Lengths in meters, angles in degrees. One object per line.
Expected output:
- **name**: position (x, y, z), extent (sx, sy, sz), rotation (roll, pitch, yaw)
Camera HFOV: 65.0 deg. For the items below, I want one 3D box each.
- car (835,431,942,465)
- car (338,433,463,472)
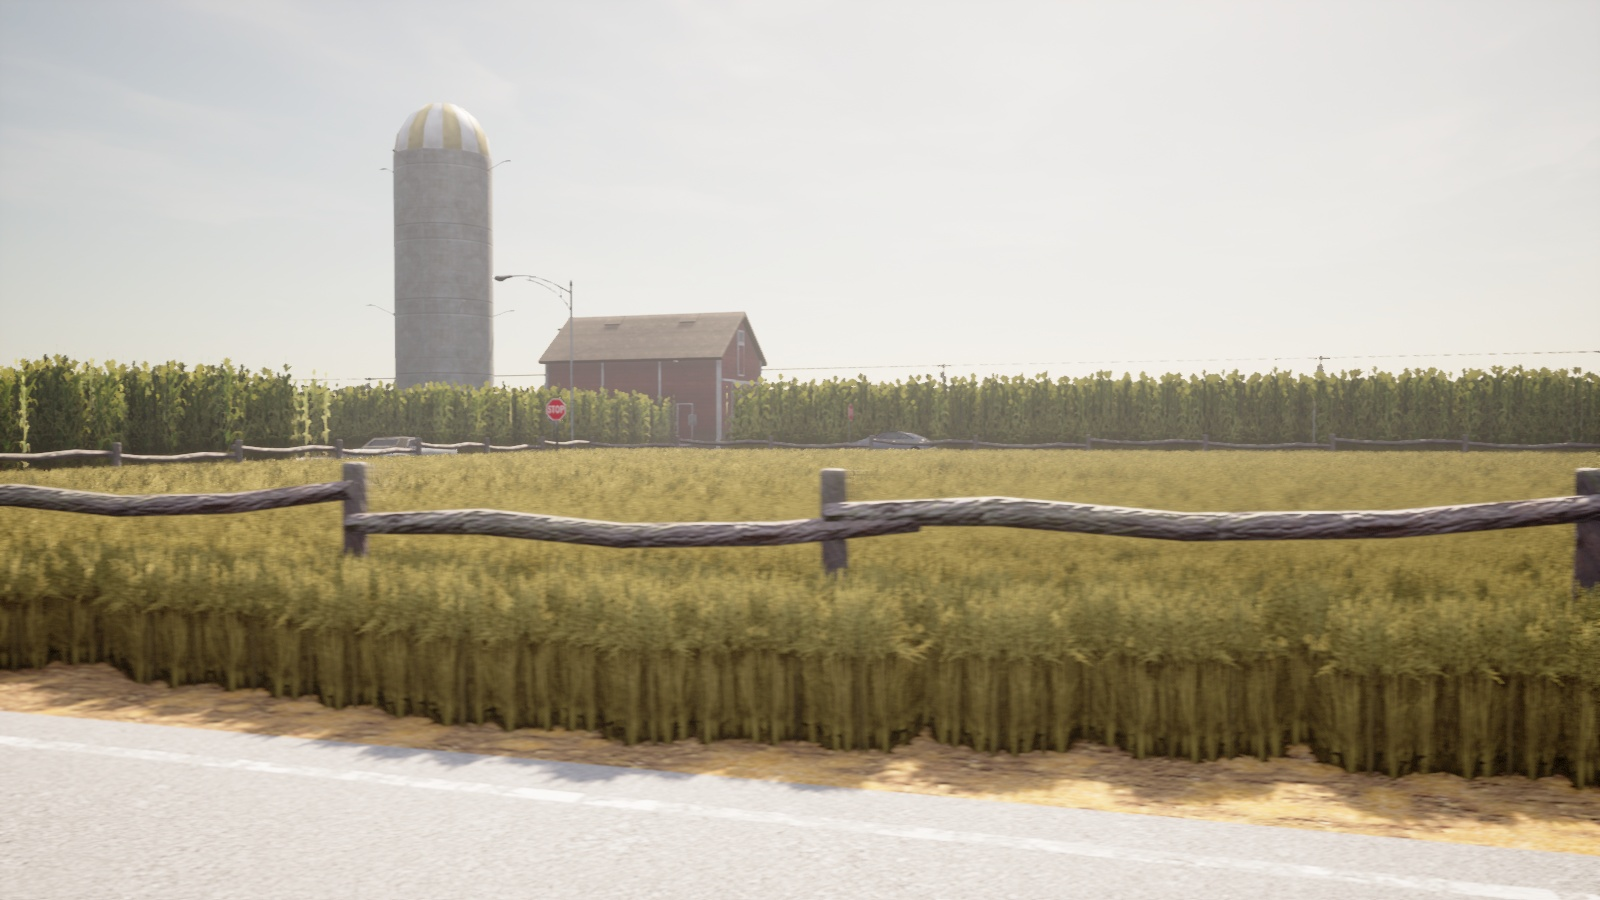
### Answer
- **car**: position (3.796, -0.109, 53.784), extent (4.181, 1.385, 1.994), rotation (1, 1, 19)
- **car**: position (-14.490, 0.061, 45.858), extent (1.895, 1.301, 4.718), rotation (1, 1, 19)
